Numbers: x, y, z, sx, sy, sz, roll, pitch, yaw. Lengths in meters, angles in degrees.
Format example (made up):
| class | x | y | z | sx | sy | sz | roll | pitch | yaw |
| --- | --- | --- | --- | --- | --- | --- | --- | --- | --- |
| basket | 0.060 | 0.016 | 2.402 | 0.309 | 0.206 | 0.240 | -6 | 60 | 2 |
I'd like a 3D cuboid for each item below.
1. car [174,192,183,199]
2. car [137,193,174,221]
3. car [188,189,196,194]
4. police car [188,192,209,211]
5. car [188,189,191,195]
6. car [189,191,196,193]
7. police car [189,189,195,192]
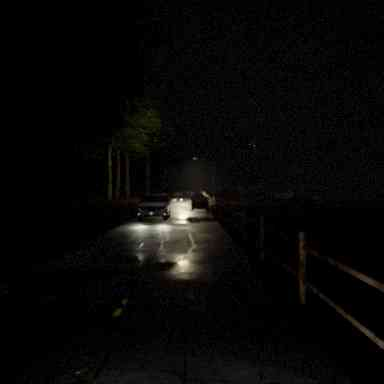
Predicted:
| class | x | y | z | sx | sy | sz | roll | pitch | yaw |
| --- | --- | --- | --- | --- | --- | --- | --- | --- | --- |
| car | -2.722 | 0.655 | 66.924 | 2.033 | 1.411 | 5.357 | 0 | 1 | 0 |
| car | -2.837 | 1.102 | 25.939 | 2.150 | 2.045 | 5.566 | 0 | 1 | 0 |
| car | 0.042 | -0.120 | 92.230 | 1.994 | 1.385 | 4.181 | 0 | 2 | 0 |
| police car | 0.841 | 1.175 | 36.706 | 1.930 | 1.638 | 5.238 | 0 | 1 | 0 |
| car | 0.032 | 0.397 | 71.347 | 2.033 | 1.411 | 5.357 | 0 | 1 | 0 |
| car | 0.846 | 1.050 | 46.597 | 1.882 | 1.535 | 5.008 | 0 | 1 | 0 |
| police car | 0.849 | 0.861 | 52.707 | 1.930 | 1.638 | 5.238 | 0 | 1 | 0 |
